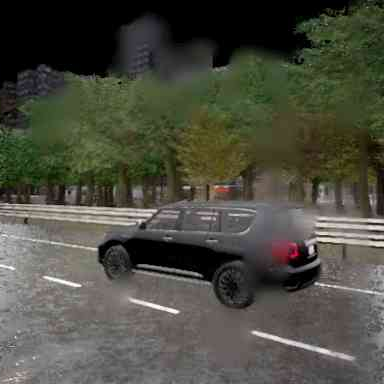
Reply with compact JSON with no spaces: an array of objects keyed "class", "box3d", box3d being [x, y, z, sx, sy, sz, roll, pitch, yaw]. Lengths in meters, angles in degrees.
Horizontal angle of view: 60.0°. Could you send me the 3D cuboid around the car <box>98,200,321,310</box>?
[{"class":"car","box3d":[0.150,1.223,8.062,5.566,2.045,2.150,0,0,36]}]
